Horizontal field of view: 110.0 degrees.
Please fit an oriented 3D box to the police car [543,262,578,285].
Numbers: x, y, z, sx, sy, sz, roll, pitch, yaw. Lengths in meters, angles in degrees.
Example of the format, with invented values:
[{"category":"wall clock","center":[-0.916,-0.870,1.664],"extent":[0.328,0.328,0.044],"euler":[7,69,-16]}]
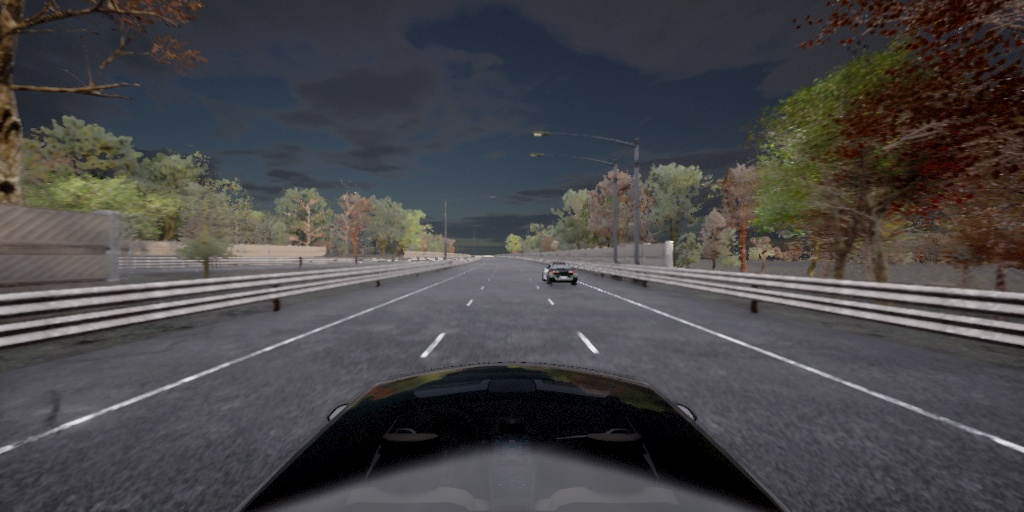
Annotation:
[{"category":"police car","center":[3.355,1.258,25.891],"extent":[2.038,1.542,4.974],"euler":[0,0,-1]}]
